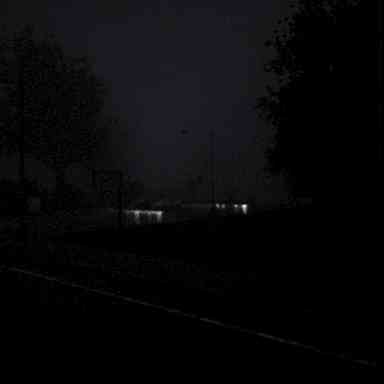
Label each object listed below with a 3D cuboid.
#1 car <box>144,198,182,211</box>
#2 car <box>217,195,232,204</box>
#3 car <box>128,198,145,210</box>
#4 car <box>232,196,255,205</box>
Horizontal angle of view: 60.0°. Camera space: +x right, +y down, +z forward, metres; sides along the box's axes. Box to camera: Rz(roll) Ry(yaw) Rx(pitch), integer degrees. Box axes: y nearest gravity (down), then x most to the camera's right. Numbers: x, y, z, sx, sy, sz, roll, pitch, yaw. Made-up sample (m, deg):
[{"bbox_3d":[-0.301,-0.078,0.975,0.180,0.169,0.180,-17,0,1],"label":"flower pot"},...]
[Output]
[{"bbox_3d":[-3.108,1.492,40.149,1.812,1.442,4.674,0,0,38],"label":"car"},{"bbox_3d":[6.229,1.358,58.342,2.128,1.511,4.902,0,0,35],"label":"car"},{"bbox_3d":[-5.959,1.491,42.184,1.812,1.442,4.674,0,0,38],"label":"car"},{"bbox_3d":[9.103,1.395,56.345,1.812,1.442,4.674,0,0,35],"label":"car"}]
